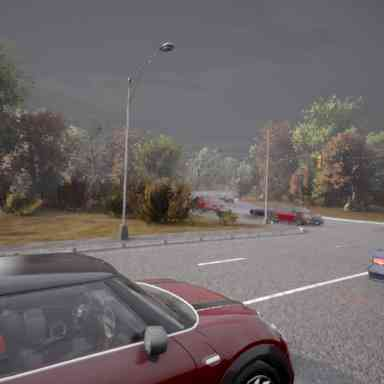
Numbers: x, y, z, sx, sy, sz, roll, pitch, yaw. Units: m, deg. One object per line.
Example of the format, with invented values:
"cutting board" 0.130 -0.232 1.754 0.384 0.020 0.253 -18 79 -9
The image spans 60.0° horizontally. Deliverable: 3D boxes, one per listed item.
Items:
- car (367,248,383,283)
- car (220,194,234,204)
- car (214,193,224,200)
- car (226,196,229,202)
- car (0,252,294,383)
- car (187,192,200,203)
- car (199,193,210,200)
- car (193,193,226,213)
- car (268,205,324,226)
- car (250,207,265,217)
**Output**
"car" 6.573 1.664 8.462 5.357 1.411 2.033 2 -1 -36
"car" 7.452 1.565 69.270 1.837 1.490 4.892 2 3 -8
"car" 6.370 1.172 79.475 1.994 1.385 4.181 2 2 -1
"car" 3.570 1.787 52.213 2.097 1.767 4.553 3 1 -15
"car" -1.180 1.354 2.905 4.553 1.767 2.097 0 0 -36
"car" 0.258 1.116 68.651 2.097 1.767 4.553 2 2 -9
"car" 2.916 1.051 78.393 2.128 1.511 4.902 2 2 -1
"car" 2.103 1.682 44.861 2.150 2.045 5.566 3 1 -17
"car" 8.983 1.943 28.444 2.097 1.767 4.553 3 -2 -25
"car" 8.540 2.341 37.588 1.895 1.301 4.718 3 -1 -22
